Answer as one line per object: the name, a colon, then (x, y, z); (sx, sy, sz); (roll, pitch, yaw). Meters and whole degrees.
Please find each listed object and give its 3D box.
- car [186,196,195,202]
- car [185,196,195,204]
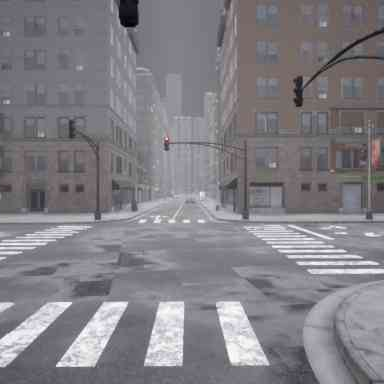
car: (-0.368, 1.484, 73.679); (1.895, 1.301, 4.718); (0, 0, 0)
car: (-0.300, 1.649, 63.675); (1.895, 1.301, 4.718); (0, 0, 0)
